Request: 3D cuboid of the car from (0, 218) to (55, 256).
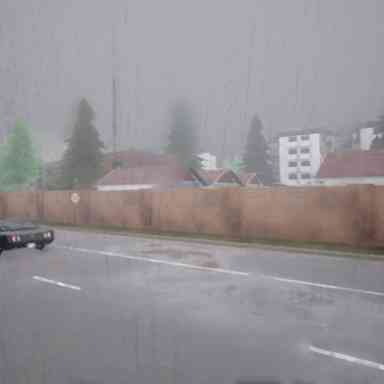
[{"bbox_3d":[-7.822,1.733,13.752,4.718,1.301,1.895,-1,0,36],"label":"car"}]
